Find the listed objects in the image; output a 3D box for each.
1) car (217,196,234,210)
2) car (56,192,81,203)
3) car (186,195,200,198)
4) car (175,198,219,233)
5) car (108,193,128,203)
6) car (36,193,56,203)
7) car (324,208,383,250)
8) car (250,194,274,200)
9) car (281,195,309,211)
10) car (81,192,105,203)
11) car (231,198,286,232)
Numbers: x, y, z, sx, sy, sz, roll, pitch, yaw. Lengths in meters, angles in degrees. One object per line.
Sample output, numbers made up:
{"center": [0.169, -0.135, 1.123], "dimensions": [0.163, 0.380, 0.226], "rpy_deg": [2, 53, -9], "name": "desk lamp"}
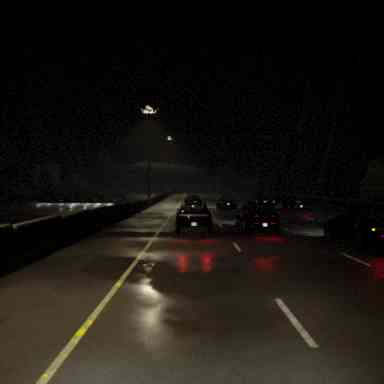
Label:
{"center": [3.606, 1.138, 35.000], "dimensions": [1.994, 1.385, 4.181], "rpy_deg": [0, 1, 0], "name": "car"}
{"center": [-17.572, 0.795, 48.475], "dimensions": [1.837, 1.490, 4.892], "rpy_deg": [0, 1, 0], "name": "car"}
{"center": [0.105, 1.085, 34.635], "dimensions": [1.837, 1.490, 4.892], "rpy_deg": [0, 1, 0], "name": "car"}
{"center": [0.103, 1.321, 18.531], "dimensions": [2.128, 1.511, 4.902], "rpy_deg": [0, 1, 0], "name": "car"}
{"center": [-10.576, 0.832, 47.805], "dimensions": [1.812, 1.442, 4.674], "rpy_deg": [0, 1, 0], "name": "car"}
{"center": [-21.060, 0.820, 49.215], "dimensions": [2.033, 1.411, 5.357], "rpy_deg": [0, 1, 0], "name": "car"}
{"center": [7.092, 1.413, 13.647], "dimensions": [1.812, 1.442, 4.674], "rpy_deg": [0, 1, 0], "name": "car"}
{"center": [7.105, 0.940, 34.221], "dimensions": [2.097, 1.767, 4.553], "rpy_deg": [0, 1, 0], "name": "car"}
{"center": [10.605, 1.086, 34.616], "dimensions": [1.837, 1.490, 4.892], "rpy_deg": [0, 1, 0], "name": "car"}
{"center": [-14.074, 0.795, 48.475], "dimensions": [1.837, 1.490, 4.892], "rpy_deg": [0, 1, 0], "name": "car"}
{"center": [3.603, 1.331, 18.810], "dimensions": [1.837, 1.490, 4.892], "rpy_deg": [0, 1, 0], "name": "car"}
